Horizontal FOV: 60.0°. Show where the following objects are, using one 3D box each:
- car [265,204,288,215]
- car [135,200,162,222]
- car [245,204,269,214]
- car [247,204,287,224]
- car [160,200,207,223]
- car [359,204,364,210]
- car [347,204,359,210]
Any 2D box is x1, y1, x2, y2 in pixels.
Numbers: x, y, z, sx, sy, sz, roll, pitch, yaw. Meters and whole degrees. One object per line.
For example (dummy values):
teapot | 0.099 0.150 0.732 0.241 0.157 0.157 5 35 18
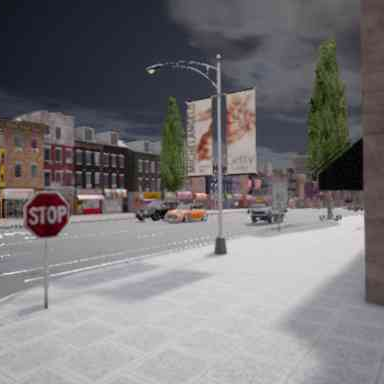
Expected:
car | 12.725 2.582 49.787 1.812 1.442 4.674 -1 -2 35
car | -3.130 1.828 33.074 2.150 2.045 5.566 -1 -2 35
car | 10.196 2.612 51.837 1.837 1.490 4.892 -1 -2 35
car | 7.041 2.064 30.409 1.837 1.490 4.892 -1 -2 35
car | -0.516 1.918 31.138 2.097 1.767 4.553 -1 -2 35
car | 42.833 3.747 81.245 1.837 1.490 4.892 -1 -3 35
car | 40.433 3.899 83.480 1.895 1.301 4.718 -1 -3 35
